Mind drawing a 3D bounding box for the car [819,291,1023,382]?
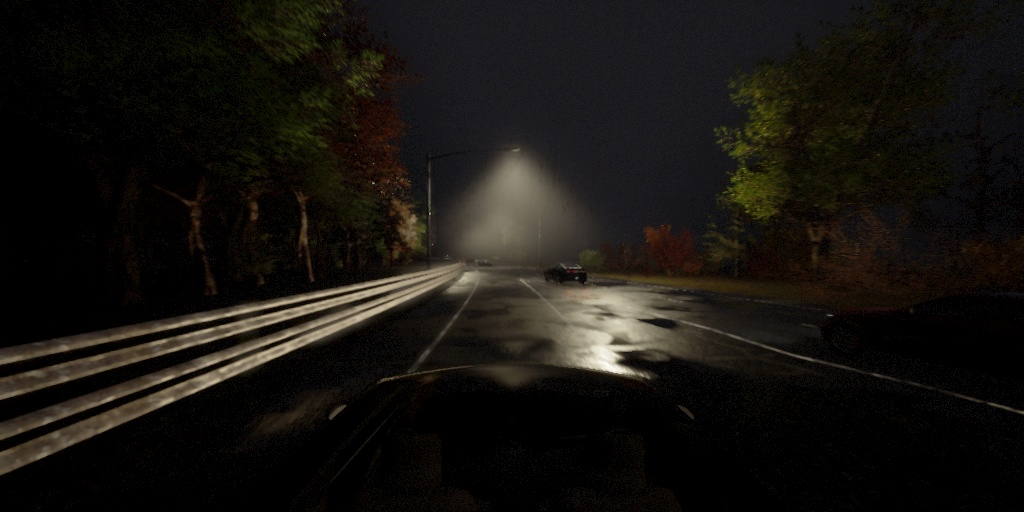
[{"bbox_3d":[7.992,1.312,5.996,1.812,1.442,4.674,1,0,-12],"label":"car"}]

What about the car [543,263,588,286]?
[{"bbox_3d":[3.674,1.224,25.493,2.128,1.511,4.902,0,0,-13],"label":"car"}]

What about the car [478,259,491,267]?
[{"bbox_3d":[-5.034,1.210,64.820,1.994,1.385,4.181,0,0,-12],"label":"car"}]
